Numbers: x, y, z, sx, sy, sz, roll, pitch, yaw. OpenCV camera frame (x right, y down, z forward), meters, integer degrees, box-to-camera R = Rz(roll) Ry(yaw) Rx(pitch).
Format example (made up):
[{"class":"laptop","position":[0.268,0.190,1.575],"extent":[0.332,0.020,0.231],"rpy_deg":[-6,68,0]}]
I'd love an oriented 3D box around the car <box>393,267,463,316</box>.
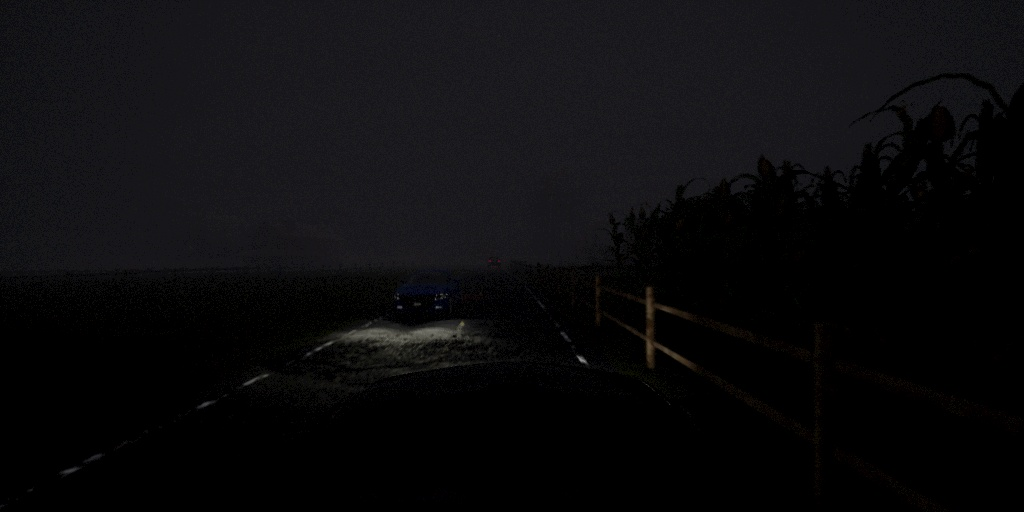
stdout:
[{"class":"car","position":[-3.016,1.228,13.722],"extent":[1.882,1.535,5.008],"rpy_deg":[0,0,-1]}]

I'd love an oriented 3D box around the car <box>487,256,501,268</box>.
[{"class":"car","position":[-3.101,1.061,62.413],"extent":[2.150,2.045,5.566],"rpy_deg":[0,0,-4]}]
